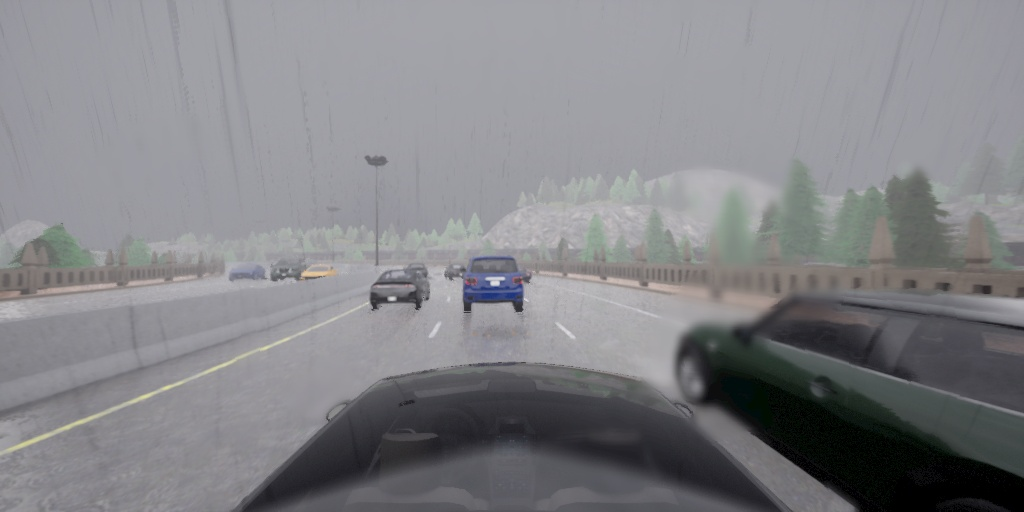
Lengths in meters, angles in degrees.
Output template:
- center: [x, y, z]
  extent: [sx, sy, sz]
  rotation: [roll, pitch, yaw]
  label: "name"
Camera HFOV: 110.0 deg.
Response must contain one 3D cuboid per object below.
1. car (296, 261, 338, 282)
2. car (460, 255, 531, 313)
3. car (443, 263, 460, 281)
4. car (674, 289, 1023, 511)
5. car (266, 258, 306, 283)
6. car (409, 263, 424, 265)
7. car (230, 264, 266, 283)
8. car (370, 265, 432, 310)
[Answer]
- center: [-14.558, 1.405, 27.321]
  extent: [1.882, 1.535, 5.008]
  rotation: [0, 0, -17]
  label: "car"
- center: [-0.891, 1.002, 14.508]
  extent: [2.150, 2.045, 5.566]
  rotation: [0, 0, -7]
  label: "car"
- center: [-4.927, 1.388, 32.247]
  extent: [1.812, 1.442, 4.674]
  rotation: [0, 0, -18]
  label: "car"
- center: [3.399, 1.085, 3.343]
  extent: [2.097, 1.767, 4.553]
  rotation: [0, 0, -1]
  label: "car"
- center: [-19.883, 1.223, 32.280]
  extent: [2.150, 2.045, 5.566]
  rotation: [0, -1, -21]
  label: "car"
- center: [-8.739, 1.402, 32.701]
  extent: [1.837, 1.490, 4.892]
  rotation: [0, 0, -18]
  label: "car"
- center: [-23.710, 1.515, 32.428]
  extent: [1.882, 1.535, 5.008]
  rotation: [0, 0, -22]
  label: "car"
- center: [-4.512, 1.298, 14.982]
  extent: [2.128, 1.511, 4.902]
  rotation: [0, 0, -7]
  label: "car"
